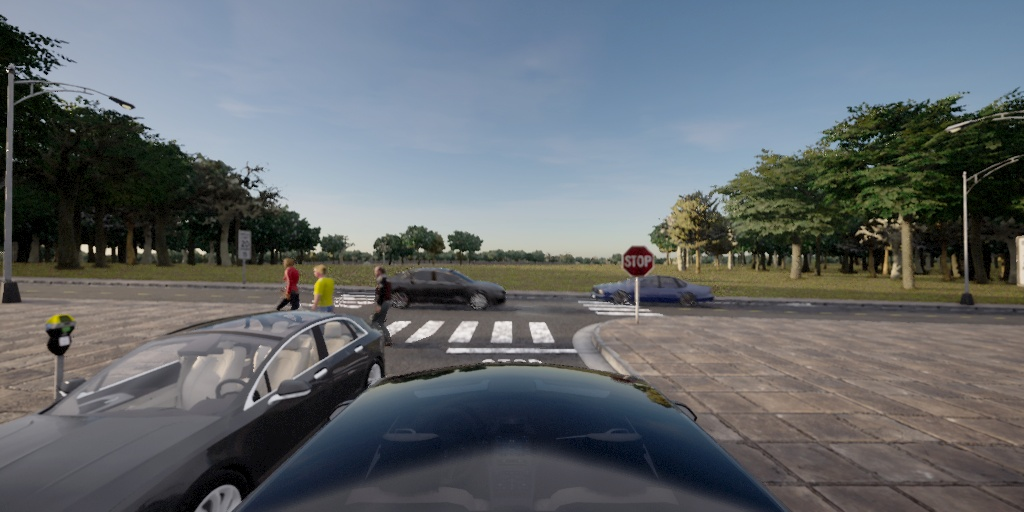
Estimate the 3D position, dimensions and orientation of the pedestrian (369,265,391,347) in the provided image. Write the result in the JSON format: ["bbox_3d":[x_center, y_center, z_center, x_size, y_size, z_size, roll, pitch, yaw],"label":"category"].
[{"bbox_3d":[-2.830,1.066,7.849,0.375,1.860,0.375,1,-1,0],"label":"pedestrian"}]

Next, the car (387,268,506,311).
[{"bbox_3d":[-2.676,1.247,13.968,4.892,1.490,1.837,1,-1,0],"label":"car"}]

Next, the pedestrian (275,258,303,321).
[{"bbox_3d":[-5.263,0.913,8.452,0.375,1.860,0.375,1,-1,0],"label":"pedestrian"}]

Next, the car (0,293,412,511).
[{"bbox_3d":[-2.639,1.307,3.505,2.007,1.370,4.403,0,0,0],"label":"car"}]

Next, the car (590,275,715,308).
[{"bbox_3d":[6.528,1.587,16.921,5.357,1.411,2.033,2,-1,0],"label":"car"}]

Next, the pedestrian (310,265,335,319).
[{"bbox_3d":[-3.794,1.064,7.247,0.375,1.860,0.375,1,-1,0],"label":"pedestrian"}]
